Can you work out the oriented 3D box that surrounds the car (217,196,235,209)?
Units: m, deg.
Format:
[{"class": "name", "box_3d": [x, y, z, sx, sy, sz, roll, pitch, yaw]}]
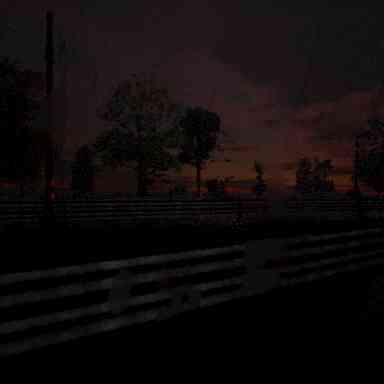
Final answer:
[{"class": "car", "box_3d": [4.866, 1.260, 30.480, 4.181, 1.385, 1.994, 0, 0, -22]}]

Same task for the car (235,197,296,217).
[{"class": "car", "box_3d": [6.337, 1.189, 27.303, 4.892, 1.490, 1.837, 0, 0, -22]}]

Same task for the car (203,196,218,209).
[{"class": "car", "box_3d": [3.399, 1.194, 33.665, 4.892, 1.490, 1.837, 0, 0, -22]}]
